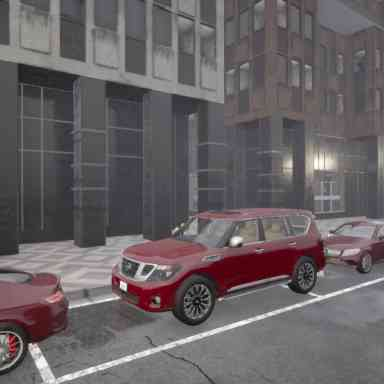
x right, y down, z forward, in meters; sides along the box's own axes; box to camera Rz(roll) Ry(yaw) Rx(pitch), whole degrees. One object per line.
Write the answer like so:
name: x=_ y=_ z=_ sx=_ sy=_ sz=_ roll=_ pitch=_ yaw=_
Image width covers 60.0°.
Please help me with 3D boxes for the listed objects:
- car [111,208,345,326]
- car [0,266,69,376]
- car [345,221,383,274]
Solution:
car: x=0.853 y=1.315 z=7.252 sx=5.009 sy=1.841 sz=2.192 roll=0 pitch=0 yaw=-35
car: x=-3.714 y=1.582 z=4.006 sx=4.206 sy=1.307 sz=1.802 roll=0 pitch=0 yaw=-35
car: x=5.420 y=1.582 z=10.496 sx=4.206 sy=1.307 sz=1.802 roll=0 pitch=0 yaw=-35
